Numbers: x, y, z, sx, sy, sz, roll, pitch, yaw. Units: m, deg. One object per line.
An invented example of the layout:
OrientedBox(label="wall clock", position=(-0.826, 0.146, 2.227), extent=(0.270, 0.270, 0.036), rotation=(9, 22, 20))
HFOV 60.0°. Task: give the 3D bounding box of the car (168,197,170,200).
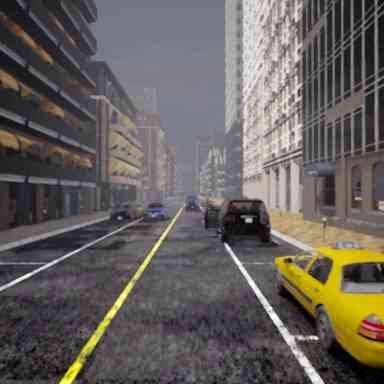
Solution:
OrientedBox(label="car", position=(-5.713, 1.893, 62.318), extent=(1.802, 1.307, 4.206), rotation=(0, 0, 0))

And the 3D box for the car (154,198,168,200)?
OrientedBox(label="car", position=(-5.711, 1.721, 56.670), extent=(1.967, 1.590, 4.097), rotation=(0, 0, 0))

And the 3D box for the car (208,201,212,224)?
OrientedBox(label="car", position=(2.680, 1.700, 28.430), extent=(1.947, 1.339, 4.313), rotation=(0, 0, 0))

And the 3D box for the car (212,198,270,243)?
OrientedBox(label="car", position=(2.392, 1.300, 16.675), extent=(2.150, 2.045, 5.566), rotation=(0, 0, 0))

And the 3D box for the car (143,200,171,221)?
OrientedBox(label="car", position=(-3.107, 1.663, 28.963), extent=(1.812, 1.442, 4.674), rotation=(0, 0, 0))

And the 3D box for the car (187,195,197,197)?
OrientedBox(label="car", position=(-0.019, 1.489, 54.311), extent=(2.150, 2.045, 5.566), rotation=(0, 0, 0))

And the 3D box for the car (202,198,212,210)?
OrientedBox(label="car", position=(2.670, 1.825, 56.672), extent=(1.887, 1.381, 4.507), rotation=(0, 0, 0))

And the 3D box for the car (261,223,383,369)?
OrientedBox(label="car", position=(2.688, 1.553, 6.007), extent=(1.752, 1.417, 4.829), rotation=(0, 0, 0))

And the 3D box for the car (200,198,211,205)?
OrientedBox(label="car", position=(2.665, 1.892, 67.970), extent=(2.008, 1.369, 4.403), rotation=(0, 0, 0))

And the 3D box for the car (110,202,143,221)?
OrientedBox(label="car", position=(-5.701, 1.701, 28.427), extent=(1.947, 1.339, 4.313), rotation=(0, 0, 0))

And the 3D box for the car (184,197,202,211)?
OrientedBox(label="car", position=(0.059, 1.737, 43.572), extent=(1.812, 1.442, 4.674), rotation=(0, 0, 0))

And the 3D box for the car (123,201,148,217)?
OrientedBox(label="car", position=(-5.703, 1.687, 33.906), extent=(1.752, 1.417, 4.829), rotation=(0, 0, 0))

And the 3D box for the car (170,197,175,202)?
OrientedBox(label="car", position=(-5.724, 2.019, 90.561), extent=(2.008, 1.369, 4.403), rotation=(0, 0, 0))
